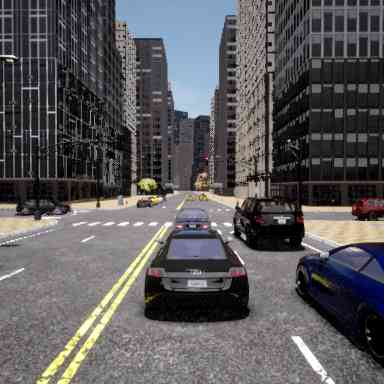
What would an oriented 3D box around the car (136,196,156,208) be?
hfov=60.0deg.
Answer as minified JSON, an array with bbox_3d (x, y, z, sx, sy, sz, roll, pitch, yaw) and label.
[{"bbox_3d":[-6.813,1.529,48.188,1.994,1.385,4.181,0,0,0],"label":"car"}]

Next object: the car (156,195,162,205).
[{"bbox_3d":[-6.847,1.433,57.117,1.882,1.535,5.008,0,0,0],"label":"car"}]

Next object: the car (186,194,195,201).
[{"bbox_3d":[-0.364,1.396,78.647,1.882,1.535,5.008,0,0,0],"label":"car"}]

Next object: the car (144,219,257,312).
[{"bbox_3d":[0.066,1.560,7.793,1.994,1.385,4.181,0,0,-1],"label":"car"}]

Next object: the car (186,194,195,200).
[{"bbox_3d":[-0.413,1.267,89.064,2.128,1.511,4.902,0,0,0],"label":"car"}]

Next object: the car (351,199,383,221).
[{"bbox_3d":[16.073,1.520,27.933,5.009,1.841,2.192,1,0,1],"label":"car"}]

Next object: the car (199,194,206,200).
[{"bbox_3d":[2.837,1.242,89.079,1.837,1.490,4.892,0,0,0],"label":"car"}]

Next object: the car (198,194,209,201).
[{"bbox_3d":[2.886,1.396,78.661,1.882,1.535,5.008,0,0,0],"label":"car"}]

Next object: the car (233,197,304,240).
[{"bbox_3d":[3.305,1.213,15.244,2.150,2.045,5.566,0,0,-2],"label":"car"}]

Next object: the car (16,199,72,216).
[{"bbox_3d":[-13.725,1.398,31.052,4.892,1.490,1.837,1,1,-2],"label":"car"}]

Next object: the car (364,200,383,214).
[{"bbox_3d":[21.643,1.643,36.245,4.829,1.417,1.752,1,0,1],"label":"car"}]

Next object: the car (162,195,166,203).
[{"bbox_3d":[-6.838,1.469,66.565,1.812,1.442,4.674,0,0,0],"label":"car"}]

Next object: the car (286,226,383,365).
[{"bbox_3d":[3.334,1.561,5.823,1.994,1.385,4.181,0,0,-1],"label":"car"}]

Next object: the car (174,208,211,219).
[{"bbox_3d":[0.022,1.538,17.014,2.033,1.411,5.357,0,0,0],"label":"car"}]
